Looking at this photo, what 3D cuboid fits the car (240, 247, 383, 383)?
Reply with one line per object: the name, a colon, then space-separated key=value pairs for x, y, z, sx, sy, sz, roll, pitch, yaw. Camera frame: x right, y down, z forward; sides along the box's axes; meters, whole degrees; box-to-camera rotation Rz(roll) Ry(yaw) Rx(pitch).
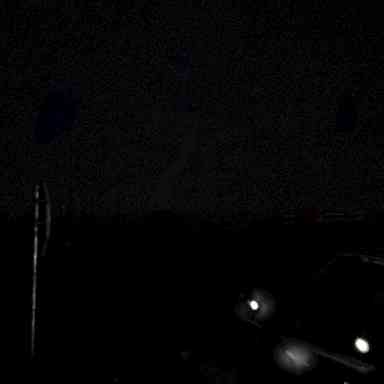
car: x=2.982 y=1.629 z=5.175 sx=4.718 sy=1.301 sz=1.895 roll=1 pitch=0 yaw=-37
